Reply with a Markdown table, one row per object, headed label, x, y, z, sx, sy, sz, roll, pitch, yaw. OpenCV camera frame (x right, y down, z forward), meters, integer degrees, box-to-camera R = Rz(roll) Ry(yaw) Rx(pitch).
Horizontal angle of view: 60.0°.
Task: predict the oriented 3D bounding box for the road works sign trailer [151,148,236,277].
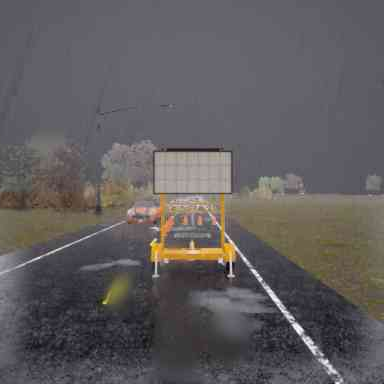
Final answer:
| label | x | y | z | sx | sy | sz | roll | pitch | yaw |
| --- | --- | --- | --- | --- | --- | --- | --- | --- | --- |
| road works sign trailer | 0.026 | 0.468 | 10.228 | 2.380 | 3.560 | 2.880 | 0 | 0 | -1 |

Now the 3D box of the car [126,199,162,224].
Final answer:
| label | x | y | z | sx | sy | sz | roll | pitch | yaw |
| --- | --- | --- | --- | --- | --- | --- | --- | --- | --- |
| car | -3.437 | 1.364 | 24.580 | 2.097 | 1.767 | 4.553 | 0 | 0 | 0 |
